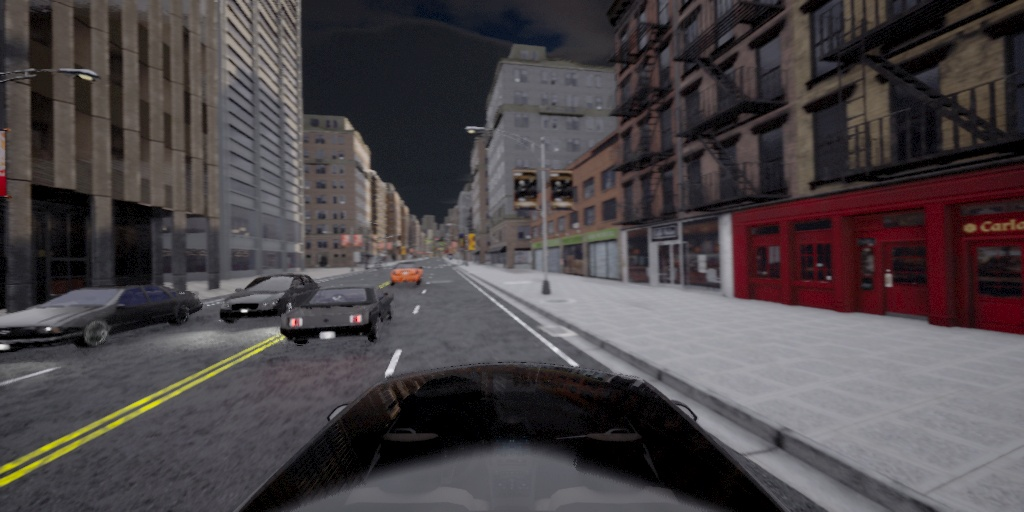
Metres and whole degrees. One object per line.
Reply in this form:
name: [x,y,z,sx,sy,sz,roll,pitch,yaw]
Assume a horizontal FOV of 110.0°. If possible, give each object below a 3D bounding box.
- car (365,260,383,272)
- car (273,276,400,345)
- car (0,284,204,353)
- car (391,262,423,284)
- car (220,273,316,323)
car: [-19.345,1.281,50.295,2.128,1.511,4.902,-1,0,-11]
car: [-4.457,1.442,9.989,1.895,1.301,4.718,-1,0,-11]
car: [-11.330,1.547,10.180,2.033,1.411,5.357,-1,0,-11]
car: [-8.078,1.245,27.870,2.097,1.767,4.553,-1,0,-11]
car: [-8.654,1.438,13.330,1.837,1.490,4.892,-1,0,-11]
